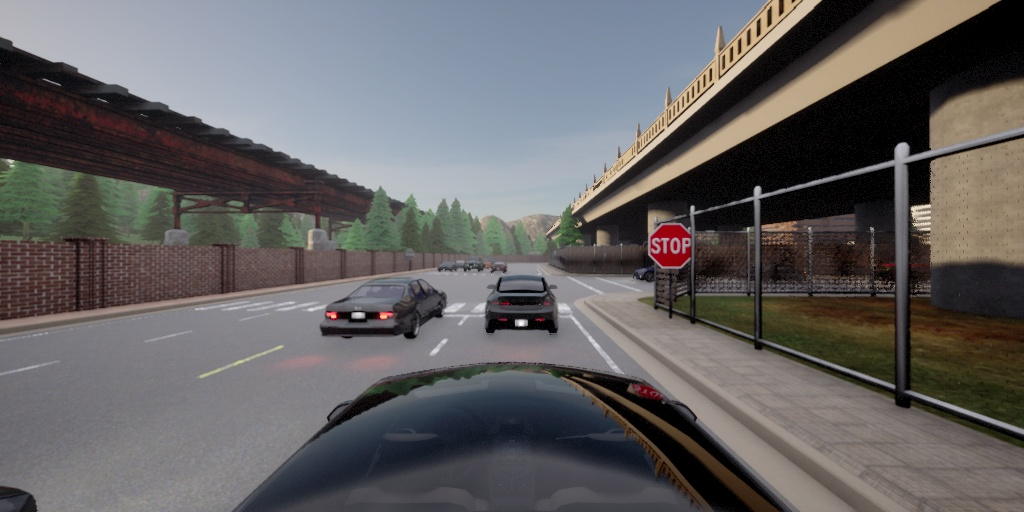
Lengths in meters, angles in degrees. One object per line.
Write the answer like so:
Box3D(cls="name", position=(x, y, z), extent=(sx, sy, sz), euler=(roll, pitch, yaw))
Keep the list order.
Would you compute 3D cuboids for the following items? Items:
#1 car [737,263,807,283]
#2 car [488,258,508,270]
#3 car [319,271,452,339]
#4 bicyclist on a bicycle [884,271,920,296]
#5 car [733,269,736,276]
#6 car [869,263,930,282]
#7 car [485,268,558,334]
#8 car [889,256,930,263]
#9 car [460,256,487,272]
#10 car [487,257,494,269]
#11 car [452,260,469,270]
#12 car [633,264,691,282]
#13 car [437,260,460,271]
Box3D(cls="car", position=(20.781, 1.381, 28.494), extent=(4.181, 1.385, 1.994), euler=(0, 0, 2))
Box3D(cls="car", position=(-1.582, 1.379, 45.993), extent=(1.812, 1.442, 4.674), euler=(0, 0, 2))
Box3D(cls="car", position=(-3.200, 1.317, 10.114), extent=(2.033, 1.411, 5.357), euler=(0, 0, 1))
Box3D(cls="bicyclist on a bicycle", position=(19.072, 1.091, 17.569), extent=(0.582, 1.620, 1.656), euler=(0, 0, 2))
Box3D(cls="car", position=(22.284, 1.330, 31.947), extent=(4.892, 1.490, 1.837), euler=(0, 0, 2))
Box3D(cls="car", position=(31.227, 1.419, 28.140), extent=(4.718, 1.301, 1.895), euler=(0, 0, 2))
Box3D(cls="car", position=(0.296, 1.277, 10.643), extent=(1.837, 1.490, 4.892), euler=(0, 0, 2))
Box3D(cls="car", position=(35.201, 1.047, 31.505), extent=(5.566, 2.045, 2.150), euler=(0, 0, 2))
Box3D(cls="car", position=(-5.140, 1.081, 48.696), extent=(2.150, 2.045, 5.566), euler=(0, 0, 3))
Box3D(cls="car", position=(-4.713, 1.234, 58.334), extent=(2.097, 1.767, 4.553), euler=(0, 0, 3))
Box3D(cls="car", position=(-8.235, 1.406, 57.830), extent=(1.812, 1.442, 4.674), euler=(0, 0, 3))
Box3D(cls="car", position=(12.146, 1.168, 28.793), extent=(4.553, 1.767, 2.097), euler=(0, 0, 2))
Box3D(cls="car", position=(-8.642, 1.406, 48.669), extent=(2.033, 1.411, 5.357), euler=(0, 0, 3))
